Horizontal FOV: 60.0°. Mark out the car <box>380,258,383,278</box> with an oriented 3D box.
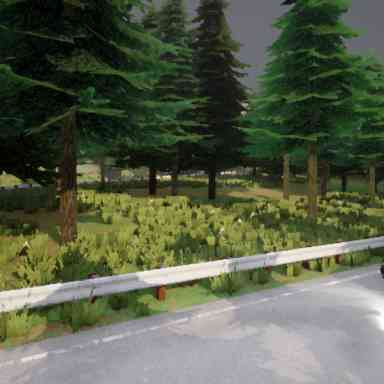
[{"bbox_3d":[6.662,1.525,8.334,4.674,1.442,1.812,0,0,-33],"label":"car"}]
